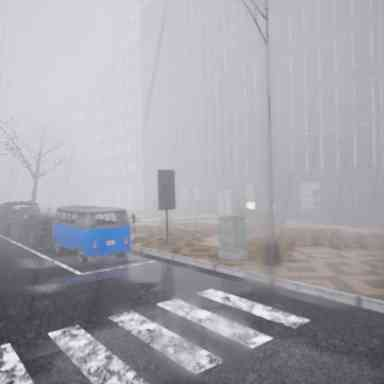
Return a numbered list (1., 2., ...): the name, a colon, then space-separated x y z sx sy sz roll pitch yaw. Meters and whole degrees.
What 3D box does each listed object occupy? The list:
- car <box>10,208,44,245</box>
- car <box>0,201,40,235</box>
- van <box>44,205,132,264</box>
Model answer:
1. car: -7.223 1.685 16.232 1.947 1.339 4.313 -1 0 -39
2. car: -10.717 1.500 20.513 2.192 1.841 5.009 -1 0 -39
3. van: -3.737 1.396 11.953 1.690 1.788 3.998 -1 0 -39
